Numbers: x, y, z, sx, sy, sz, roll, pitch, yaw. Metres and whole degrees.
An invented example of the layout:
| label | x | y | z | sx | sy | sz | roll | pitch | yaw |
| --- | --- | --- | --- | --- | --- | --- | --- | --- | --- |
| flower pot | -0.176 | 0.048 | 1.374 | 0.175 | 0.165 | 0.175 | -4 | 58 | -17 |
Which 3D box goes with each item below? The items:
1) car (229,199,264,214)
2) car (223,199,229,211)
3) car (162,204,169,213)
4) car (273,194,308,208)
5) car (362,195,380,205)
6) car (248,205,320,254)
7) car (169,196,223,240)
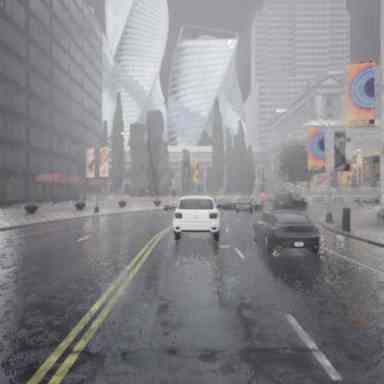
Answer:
| label | x | y | z | sx | sy | sz | roll | pitch | yaw |
| --- | --- | --- | --- | --- | --- | --- | --- | --- | --- |
| car | 6.138 | 1.495 | 34.799 | 2.128 | 1.511 | 4.902 | 0 | 0 | 31 |
| car | 3.048 | 1.495 | 36.746 | 2.128 | 1.511 | 4.902 | 0 | 0 | 34 |
| car | -1.089 | 1.552 | 36.839 | 2.033 | 1.411 | 5.357 | 0 | 0 | 30 |
| car | 10.440 | 1.224 | 35.141 | 2.150 | 2.045 | 5.566 | 0 | 0 | 36 |
| car | 32.761 | 1.354 | 59.177 | 4.553 | 1.767 | 2.097 | 0 | 0 | -7 |
| car | 3.667 | 1.506 | 13.604 | 1.837 | 1.490 | 4.892 | 0 | 0 | 2 |
| car | 0.378 | 1.222 | 17.283 | 2.150 | 2.045 | 5.566 | 0 | 0 | 5 |
